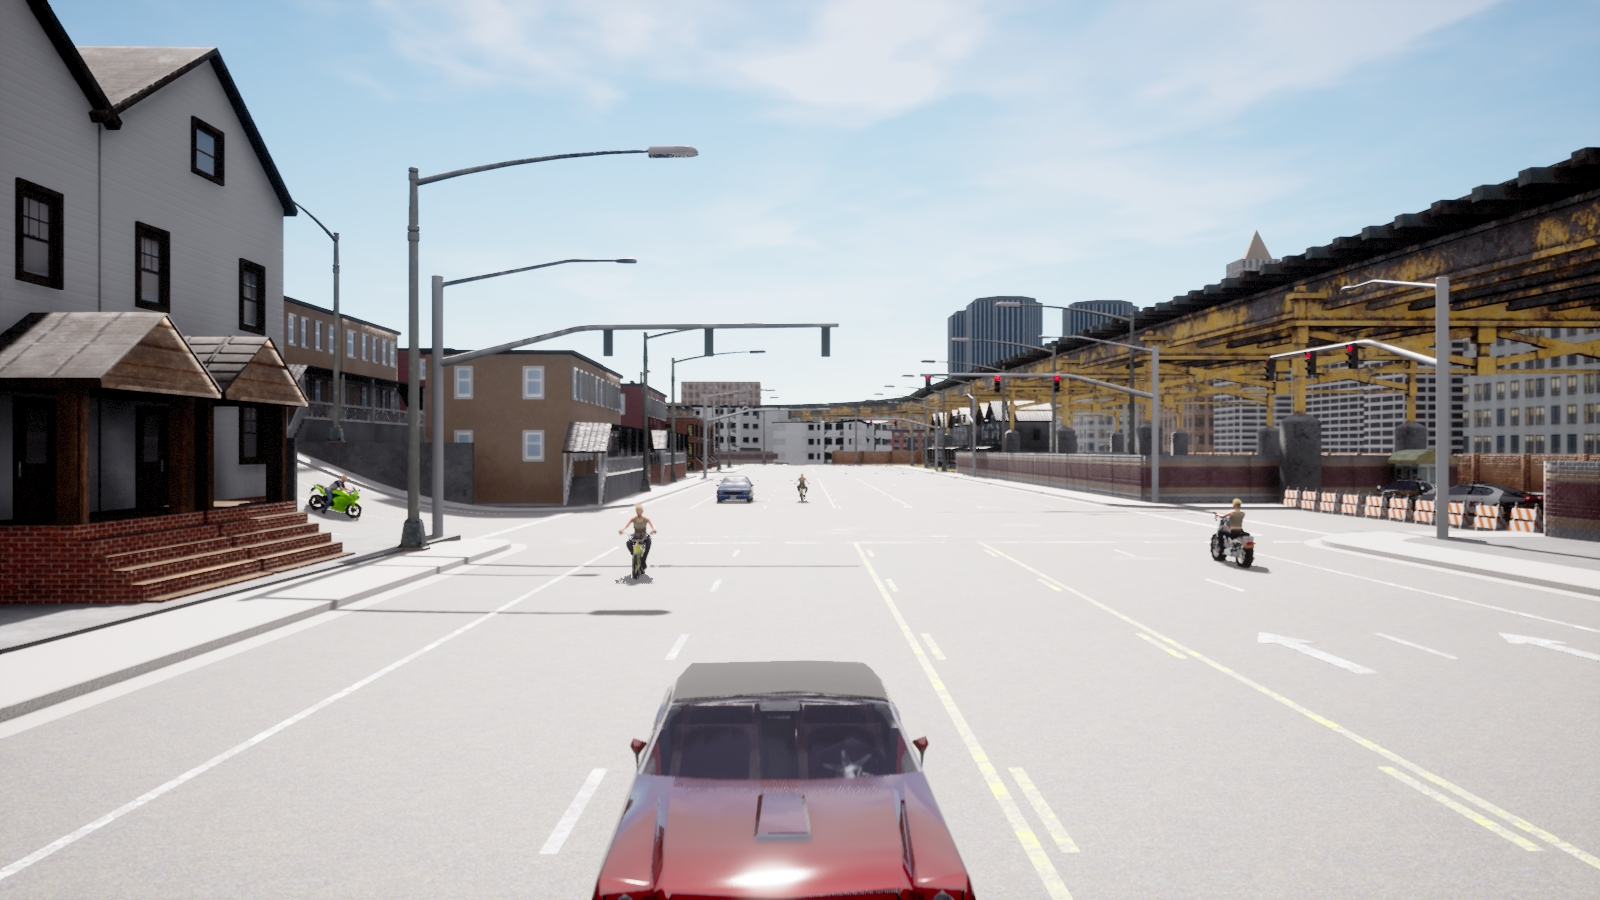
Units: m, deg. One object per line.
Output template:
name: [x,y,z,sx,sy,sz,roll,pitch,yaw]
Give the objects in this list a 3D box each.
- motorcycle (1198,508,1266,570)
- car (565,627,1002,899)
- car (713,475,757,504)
motorcycle: [10.522,2.133,27.895,0.764,1.332,2.356,0,0,0]
car: [-0.129,2.152,7.309,1.895,1.301,4.718,0,0,-2]
car: [-3.449,2.086,61.393,2.033,1.411,5.357,0,0,0]
